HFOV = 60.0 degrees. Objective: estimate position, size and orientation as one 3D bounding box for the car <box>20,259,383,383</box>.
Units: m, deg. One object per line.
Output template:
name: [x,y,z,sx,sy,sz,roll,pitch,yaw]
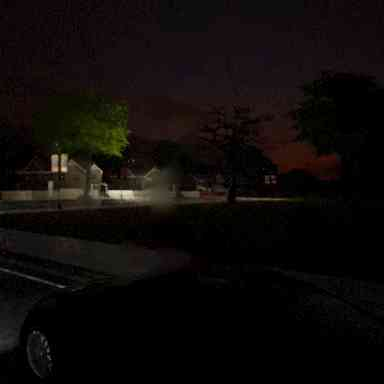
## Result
car: [0.010,1.511,3.676,4.674,1.442,1.812,0,0,36]
